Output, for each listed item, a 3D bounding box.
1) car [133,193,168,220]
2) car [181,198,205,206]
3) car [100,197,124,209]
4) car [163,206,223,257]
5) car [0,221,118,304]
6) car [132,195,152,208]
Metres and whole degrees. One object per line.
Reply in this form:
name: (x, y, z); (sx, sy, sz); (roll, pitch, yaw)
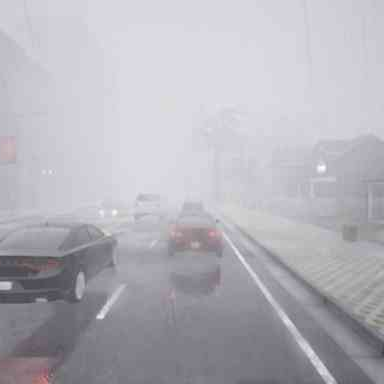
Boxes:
car: (-3.147, 1.052, 26.180); (2.150, 2.045, 5.566); (0, 0, 0)
car: (0.102, 1.288, 29.410); (1.882, 1.535, 5.008); (0, 0, 0)
car: (-9.840, 1.329, 41.043); (1.895, 1.301, 4.718); (0, 0, 0)
car: (0.101, 1.448, 12.430); (1.812, 1.442, 4.674); (0, 0, 0)
car: (-3.150, 1.427, 8.087); (1.882, 1.535, 5.008); (0, 0, 0)
car: (-6.578, 1.210, 44.301); (1.837, 1.490, 4.892); (0, 0, 0)
